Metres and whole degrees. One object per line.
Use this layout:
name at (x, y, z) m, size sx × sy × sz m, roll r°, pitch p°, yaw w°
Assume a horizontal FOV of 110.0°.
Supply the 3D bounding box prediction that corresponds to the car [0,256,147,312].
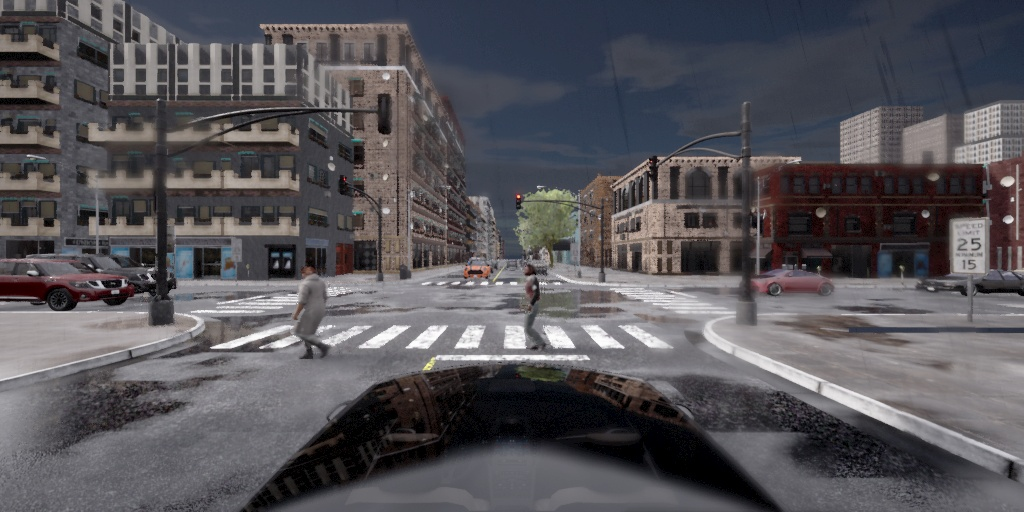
car at (-17.276, 1.013, 13.321) m, size 5.009 × 1.841 × 2.192 m, roll 0°, pitch 0°, yaw 0°

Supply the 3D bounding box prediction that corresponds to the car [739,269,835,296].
car at (14.720, 1.387, 19.335) m, size 4.181 × 1.385 × 1.994 m, roll 0°, pitch 0°, yaw 0°

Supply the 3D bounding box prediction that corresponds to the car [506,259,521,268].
car at (0.005, 1.319, 63.395) m, size 2.128 × 1.511 × 4.902 m, roll 0°, pitch 0°, yaw 0°

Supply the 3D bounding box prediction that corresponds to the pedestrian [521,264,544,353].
pedestrian at (0.413, 1.044, 7.496) m, size 0.375 × 1.860 × 0.375 m, roll 0°, pitch 0°, yaw 0°

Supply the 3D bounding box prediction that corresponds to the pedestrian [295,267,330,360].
pedestrian at (-3.827, 1.044, 6.895) m, size 0.375 × 1.860 × 0.375 m, roll 0°, pitch 0°, yaw 0°

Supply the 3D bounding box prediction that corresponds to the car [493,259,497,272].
car at (-3.092, 1.293, 42.880) m, size 1.837 × 1.490 × 4.892 m, roll 0°, pitch 0°, yaw 0°

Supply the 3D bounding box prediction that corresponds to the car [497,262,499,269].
car at (-3.087, 1.314, 54.747) m, size 1.837 × 1.490 × 4.892 m, roll 0°, pitch 0°, yaw 0°

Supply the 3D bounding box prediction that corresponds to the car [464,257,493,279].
car at (-3.092, 1.124, 32.487) m, size 2.097 × 1.767 × 4.553 m, roll 0°, pitch 0°, yaw 0°

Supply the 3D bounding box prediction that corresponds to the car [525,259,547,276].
car at (2.693, 1.330, 37.038) m, size 2.007 × 1.370 × 4.403 m, roll 0°, pitch 0°, yaw 0°

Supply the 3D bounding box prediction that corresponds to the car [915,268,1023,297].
car at (25.381, 1.418, 19.407) m, size 5.357 × 1.411 × 2.033 m, roll 0°, pitch 0°, yaw 0°

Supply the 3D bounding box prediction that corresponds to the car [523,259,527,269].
car at (2.694, 1.228, 42.735) m, size 1.967 × 1.591 × 4.097 m, roll 0°, pitch 0°, yaw 0°

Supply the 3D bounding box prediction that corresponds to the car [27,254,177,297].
car at (-18.309, 0.917, 15.901) m, size 5.566 × 2.045 × 2.150 m, roll 0°, pitch 0°, yaw 0°
